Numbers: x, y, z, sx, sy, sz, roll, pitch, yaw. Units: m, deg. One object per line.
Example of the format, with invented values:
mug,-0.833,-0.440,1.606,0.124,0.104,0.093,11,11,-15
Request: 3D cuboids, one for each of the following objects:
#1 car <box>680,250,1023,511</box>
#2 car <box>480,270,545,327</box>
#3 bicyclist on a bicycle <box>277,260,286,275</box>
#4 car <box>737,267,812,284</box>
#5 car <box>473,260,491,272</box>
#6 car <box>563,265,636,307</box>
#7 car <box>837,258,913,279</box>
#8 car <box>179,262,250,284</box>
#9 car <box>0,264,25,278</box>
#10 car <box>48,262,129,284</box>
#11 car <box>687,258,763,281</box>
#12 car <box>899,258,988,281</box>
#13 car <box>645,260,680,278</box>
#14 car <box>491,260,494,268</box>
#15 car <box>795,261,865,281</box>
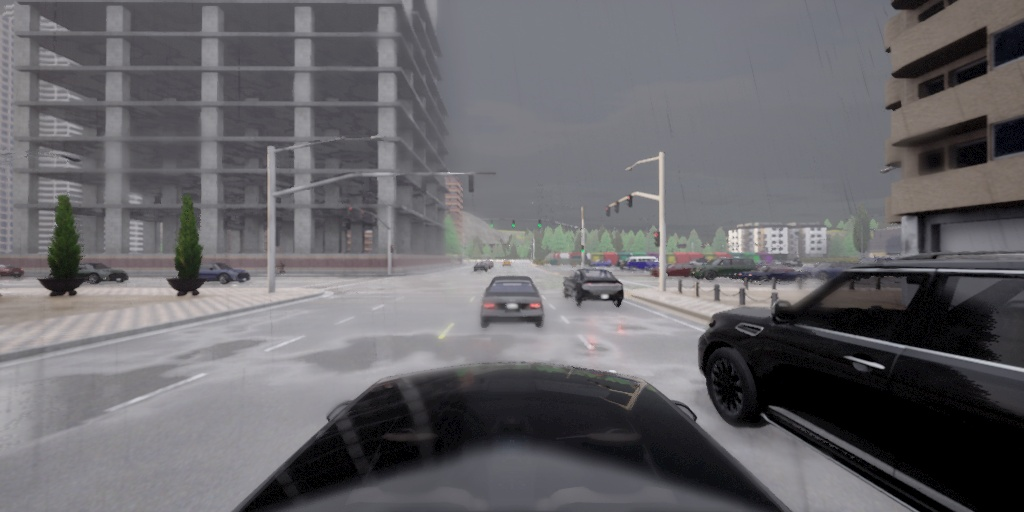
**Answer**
car,3.598,0.977,2.506,2.150,2.045,5.566,0,0,0
car,-0.003,1.346,11.667,2.033,1.411,5.357,0,0,0
bicyclist on a bicycle,-25.989,1.293,40.439,0.582,1.620,1.656,0,0,0
car,21.036,1.537,28.859,4.718,1.301,1.895,0,0,0
car,-4.451,1.590,51.340,1.895,1.301,4.718,0,0,-1
car,3.431,1.309,15.831,2.128,1.511,4.902,0,0,-1
car,36.502,1.193,36.186,5.566,2.045,2.150,0,0,-1
car,-23.498,1.286,28.479,4.553,1.767,2.097,0,0,0
car,-51.207,1.493,35.394,4.674,1.442,1.812,0,0,0
car,-33.392,1.286,28.396,4.553,1.767,2.097,0,0,0
car,19.215,1.176,32.546,5.566,2.045,2.150,0,0,0
car,39.255,1.176,32.705,5.566,2.045,2.150,0,0,-1
car,16.495,1.449,36.021,5.008,1.535,1.882,0,0,0
car,-4.555,1.516,61.508,1.882,1.535,5.008,0,0,0
car,28.856,1.307,32.625,4.553,1.767,2.097,0,0,0
